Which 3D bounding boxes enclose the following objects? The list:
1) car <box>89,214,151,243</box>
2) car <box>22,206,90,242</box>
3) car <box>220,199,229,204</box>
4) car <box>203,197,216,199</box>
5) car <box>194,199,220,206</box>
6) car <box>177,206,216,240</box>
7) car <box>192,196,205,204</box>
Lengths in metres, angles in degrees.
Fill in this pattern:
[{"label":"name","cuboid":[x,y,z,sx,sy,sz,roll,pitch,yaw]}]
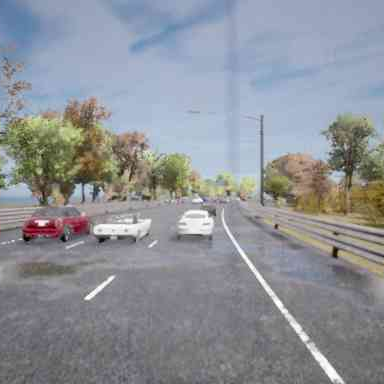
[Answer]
[{"label":"car","cuboid":[-3.347,1.780,17.034,1.895,1.301,4.718,0,-1,4]},{"label":"car","cuboid":[-6.817,1.532,17.509,2.097,1.767,4.553,0,-1,4]},{"label":"car","cuboid":[8.383,2.553,90.837,2.128,1.511,4.902,0,-1,9]},{"label":"car","cuboid":[4.922,2.584,91.366,1.994,1.385,4.181,0,-1,9]},{"label":"car","cuboid":[1.793,1.906,37.806,2.128,1.511,4.902,0,-1,5]},{"label":"car","cuboid":[0.252,1.723,18.350,1.812,1.442,4.674,0,0,4]},{"label":"car","cuboid":[1.402,2.255,91.520,2.150,2.045,5.566,0,-1,9]}]
